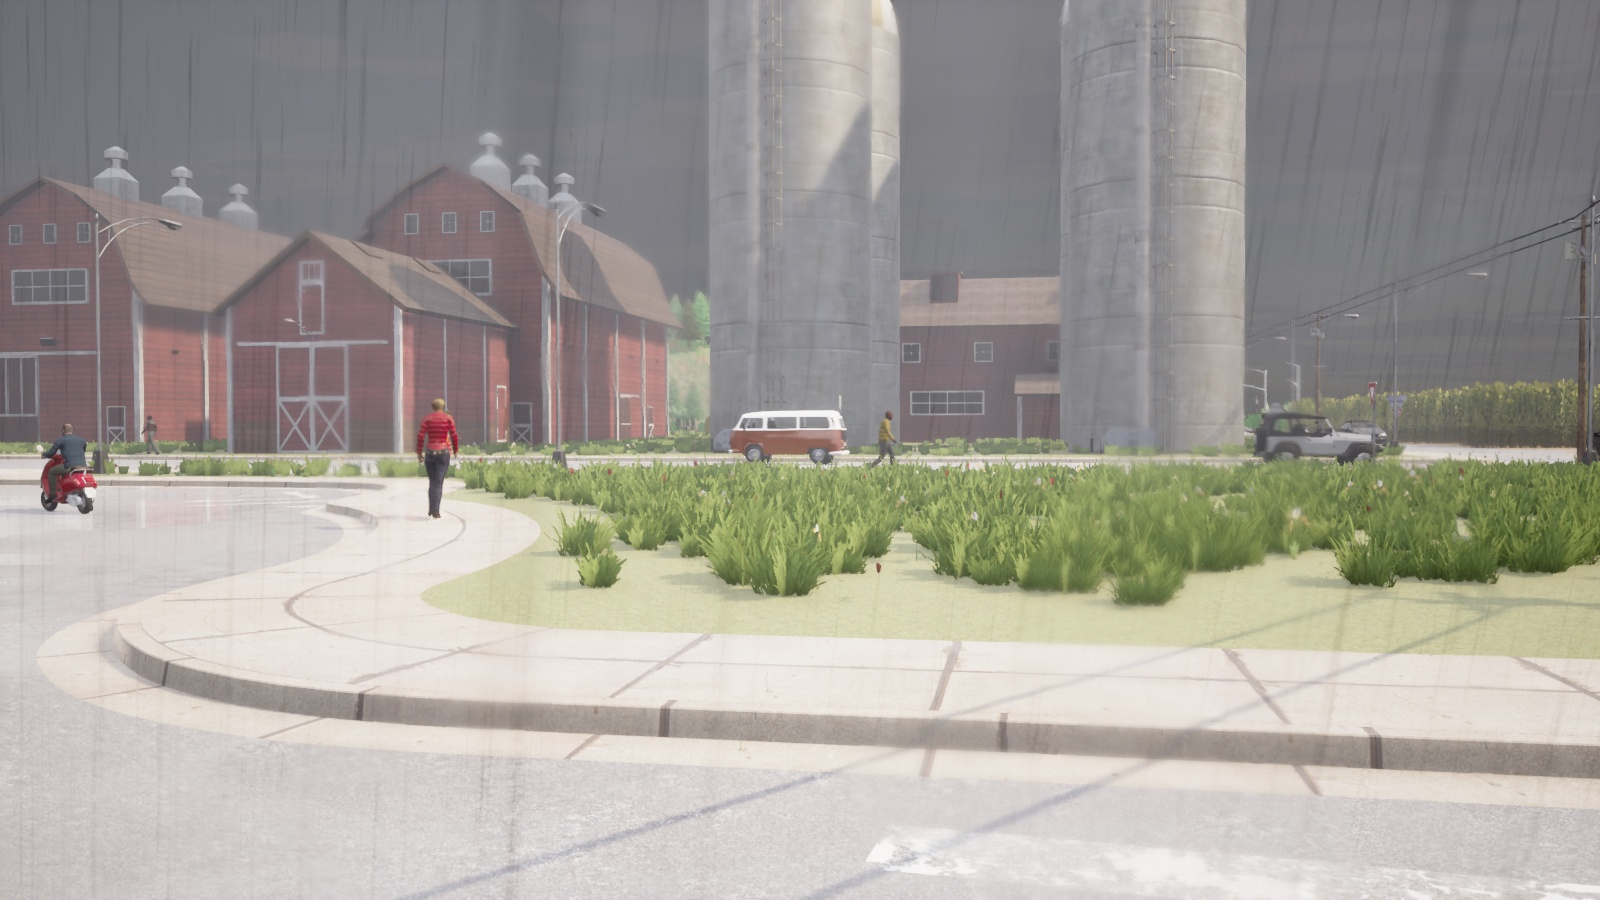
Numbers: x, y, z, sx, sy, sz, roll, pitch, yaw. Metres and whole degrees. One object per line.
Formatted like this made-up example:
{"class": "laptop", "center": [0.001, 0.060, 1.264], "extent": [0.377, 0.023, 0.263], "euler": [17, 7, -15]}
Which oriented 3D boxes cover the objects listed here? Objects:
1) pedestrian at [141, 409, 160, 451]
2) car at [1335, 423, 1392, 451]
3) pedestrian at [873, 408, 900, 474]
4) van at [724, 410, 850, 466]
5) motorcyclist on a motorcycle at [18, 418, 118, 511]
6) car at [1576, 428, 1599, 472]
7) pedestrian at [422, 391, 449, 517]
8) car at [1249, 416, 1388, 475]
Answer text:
{"class": "pedestrian", "center": [-29.872, -0.925, 57.729], "extent": [0.666, 1.930, 0.402], "euler": [0, 1, 4]}
{"class": "car", "center": [35.403, -0.843, 79.079], "extent": [2.242, 1.667, 4.611], "euler": [1, 1, 11]}
{"class": "pedestrian", "center": [2.411, -0.257, 34.898], "extent": [0.726, 1.835, 0.370], "euler": [0, 1, 3]}
{"class": "van", "center": [-0.465, -0.481, 47.692], "extent": [4.480, 2.038, 2.069], "euler": [1, 1, 10]}
{"class": "motorcyclist on a motorcycle", "center": [-13.023, 0.229, 22.324], "extent": [1.817, 1.590, 0.866], "euler": [1, 2, 36]}
{"class": "car", "center": [28.675, 0.016, 42.799], "extent": [2.128, 1.511, 4.902], "euler": [1, 1, 10]}
{"class": "pedestrian", "center": [-5.433, 0.049, 18.730], "extent": [0.331, 1.846, 0.636], "euler": [0, 1, -11]}
{"class": "car", "center": [16.945, -0.173, 41.183], "extent": [3.866, 1.878, 1.905], "euler": [1, 1, 10]}
